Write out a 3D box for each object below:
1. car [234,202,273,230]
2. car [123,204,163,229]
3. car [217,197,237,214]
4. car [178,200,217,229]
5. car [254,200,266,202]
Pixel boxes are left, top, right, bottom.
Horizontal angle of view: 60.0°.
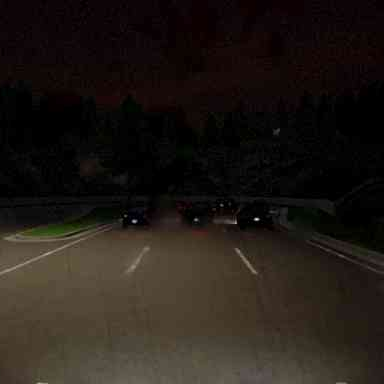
[{"bbox_3d":[3.939,1.562,21.313,1.994,1.385,4.181,0,0,5],"label":"car"},{"bbox_3d":[-3.070,1.526,21.366,1.812,1.442,4.674,0,0,5],"label":"car"},{"bbox_3d":[3.620,1.352,35.479,2.097,1.767,4.553,0,0,17],"label":"car"},{"bbox_3d":[0.463,1.478,21.578,1.882,1.535,5.008,0,-1,5],"label":"car"},{"bbox_3d":[7.131,1.563,35.002,1.994,1.385,4.181,0,0,17],"label":"car"}]
